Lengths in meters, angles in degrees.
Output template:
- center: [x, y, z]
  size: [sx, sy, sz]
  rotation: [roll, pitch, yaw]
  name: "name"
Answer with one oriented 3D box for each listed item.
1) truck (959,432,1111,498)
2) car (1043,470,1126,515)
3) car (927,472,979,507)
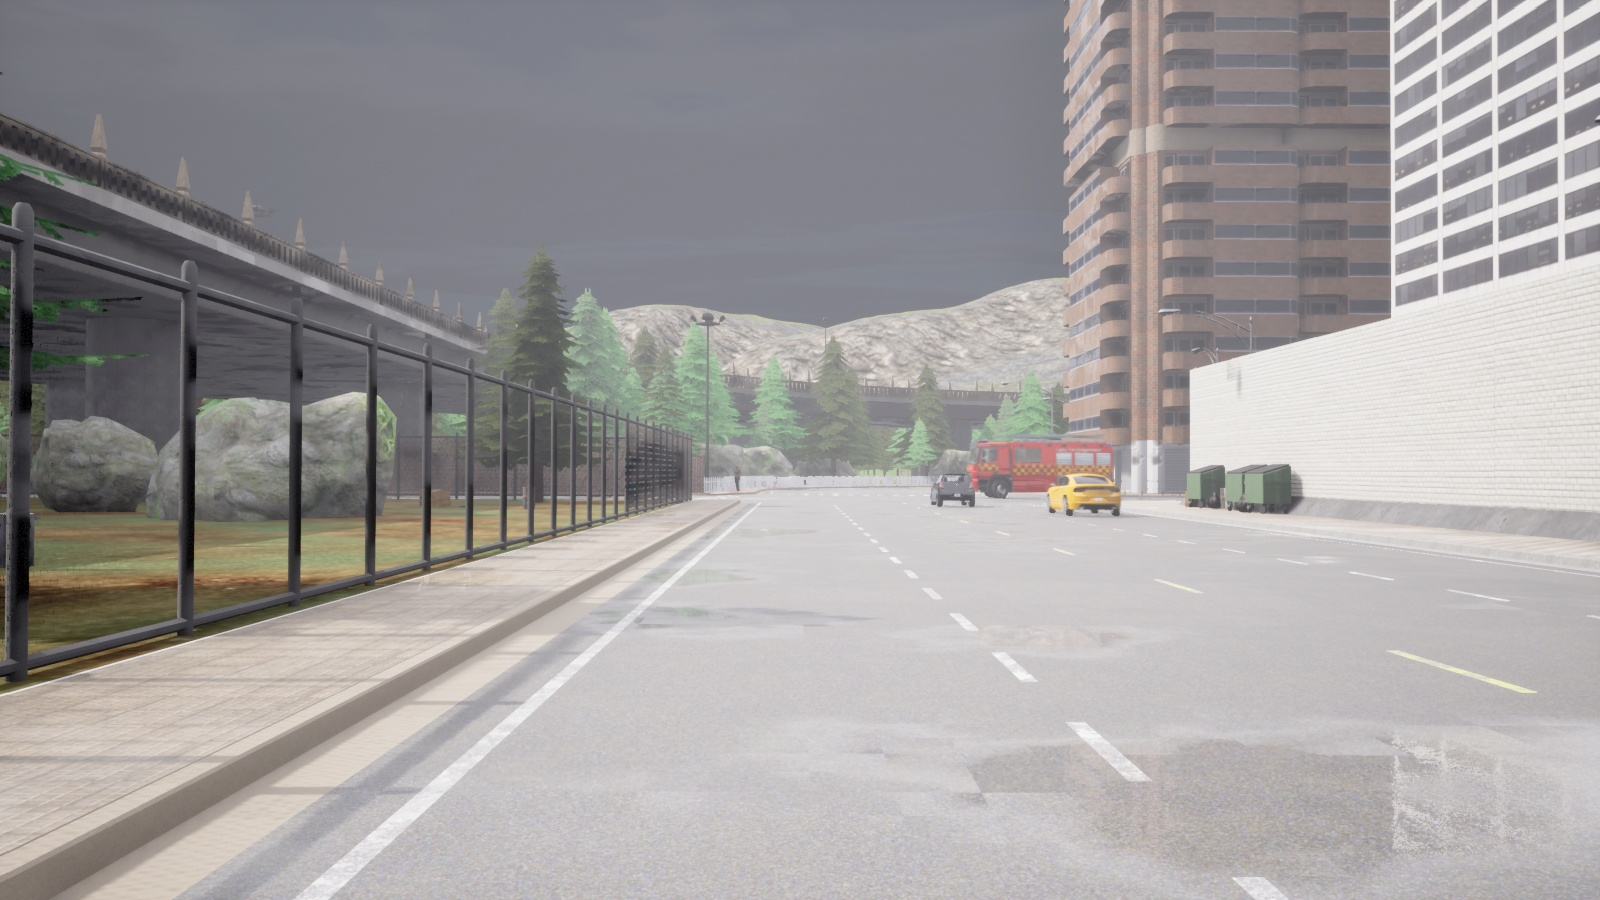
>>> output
- center: [13.985, 0.902, 75.138]
  size: [8.468, 3.827, 2.891]
  rotation: [0, -1, -2]
  name: "truck"
- center: [10.370, 1.523, 46.116]
  size: [1.882, 1.535, 5.008]
  rotation: [0, -1, 0]
  name: "car"
- center: [6.842, 1.746, 56.417]
  size: [1.845, 1.501, 3.633]
  rotation: [0, -1, 0]
  name: "car"
